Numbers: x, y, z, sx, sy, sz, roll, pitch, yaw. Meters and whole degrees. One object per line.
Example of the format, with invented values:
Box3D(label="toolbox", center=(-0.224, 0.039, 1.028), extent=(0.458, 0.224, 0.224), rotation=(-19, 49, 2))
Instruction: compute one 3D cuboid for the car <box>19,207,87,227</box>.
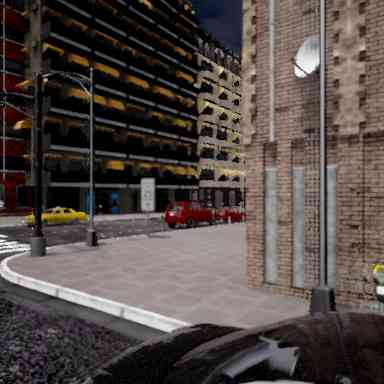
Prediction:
Box3D(label="car", center=(-10.242, 1.786, 24.856), extent=(1.752, 1.417, 4.829), rotation=(-1, -2, 35))

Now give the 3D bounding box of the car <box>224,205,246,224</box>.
Box3D(label="car", center=(3.224, 2.013, 29.539), extent=(1.887, 1.381, 4.507), rotation=(-1, -2, 35))

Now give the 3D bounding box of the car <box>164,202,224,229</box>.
Box3D(label="car", center=(-0.024, 1.681, 24.906), extent=(2.192, 1.841, 5.009), rotation=(-1, -2, 35))

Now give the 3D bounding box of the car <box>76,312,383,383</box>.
Box3D(label="car", center=(1.010, 1.565, 2.155), extent=(4.313, 1.339, 1.947), rotation=(0, 0, 35))

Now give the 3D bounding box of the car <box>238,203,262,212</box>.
Box3D(label="car", center=(9.241, 2.398, 52.697), extent=(1.752, 1.417, 4.829), rotation=(-1, -2, 35))

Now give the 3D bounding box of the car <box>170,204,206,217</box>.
Box3D(label="car", center=(-0.402, 2.116, 38.916), extent=(1.887, 1.381, 4.507), rotation=(-1, -2, 35))
